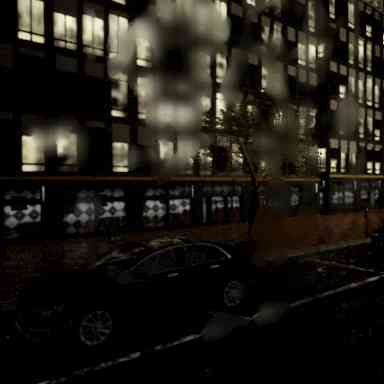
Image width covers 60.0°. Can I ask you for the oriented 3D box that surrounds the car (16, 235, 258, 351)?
[{"bbox_3d":[-0.726,1.528,6.053,4.403,1.369,2.008,-1,0,-36],"label":"car"}]

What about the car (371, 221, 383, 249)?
[{"bbox_3d":[8.525,1.434,12.657,4.403,1.369,2.008,-1,0,-36],"label":"car"}]
